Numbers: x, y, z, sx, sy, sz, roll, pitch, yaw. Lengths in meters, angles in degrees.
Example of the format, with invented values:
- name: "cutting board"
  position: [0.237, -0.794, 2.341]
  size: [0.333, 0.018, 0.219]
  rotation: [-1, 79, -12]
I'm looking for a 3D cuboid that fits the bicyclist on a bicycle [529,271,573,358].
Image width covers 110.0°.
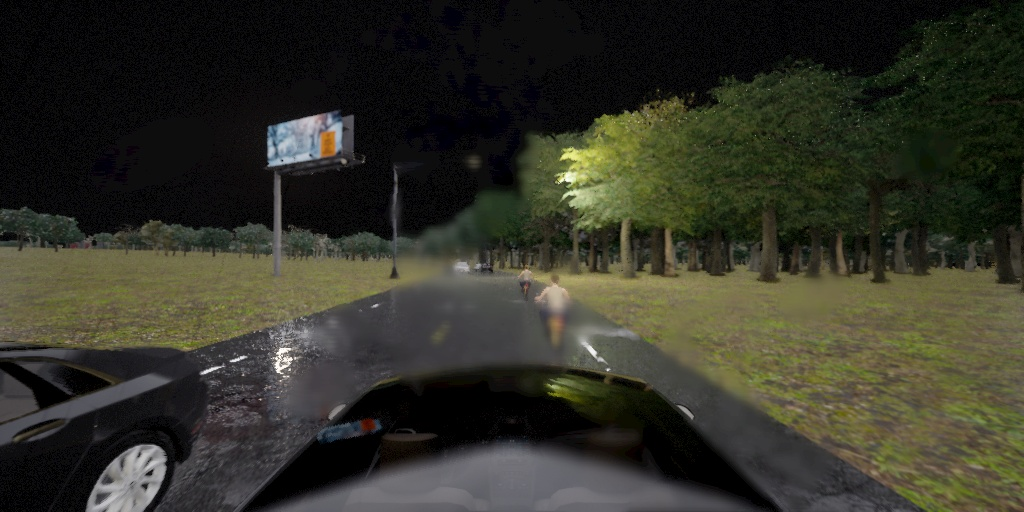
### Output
- name: "bicyclist on a bicycle"
  position: [0.907, 1.191, 7.548]
  size: [0.866, 1.612, 1.509]
  rotation: [0, 0, -1]

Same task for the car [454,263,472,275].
- name: "car"
  position: [-5.915, 1.571, 43.437]
  size: [1.812, 1.442, 4.674]
  rotation: [0, -1, -6]

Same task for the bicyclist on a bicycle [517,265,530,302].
- name: "bicyclist on a bicycle"
  position: [0.641, 1.200, 15.964]
  size: [0.866, 1.612, 1.509]
  rotation: [0, -1, -2]

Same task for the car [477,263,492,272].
- name: "car"
  position: [-4.400, 1.936, 60.671]
  size: [1.837, 1.490, 4.892]
  rotation: [0, -2, -8]

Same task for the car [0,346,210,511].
- name: "car"
  position: [-3.631, 1.255, 1.184]
  size: [1.837, 1.490, 4.892]
  rotation: [0, 0, 0]
